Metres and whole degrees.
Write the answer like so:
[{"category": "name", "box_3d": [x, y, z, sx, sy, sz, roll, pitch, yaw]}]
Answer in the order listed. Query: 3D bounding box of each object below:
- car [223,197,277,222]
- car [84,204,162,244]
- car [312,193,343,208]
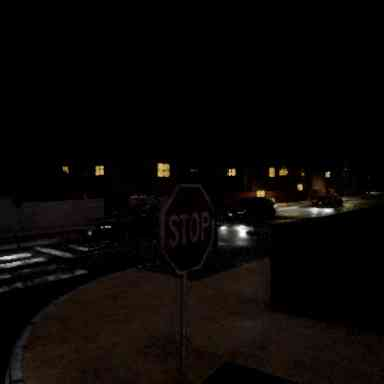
[{"category": "car", "box_3d": [4.006, 1.112, 22.620, 1.837, 1.490, 4.892, 1, 2, 41]}, {"category": "car", "box_3d": [-2.502, 1.331, 15.215, 2.128, 1.511, 4.902, 1, 2, 41]}, {"category": "car", "box_3d": [13.759, 0.826, 33.702, 1.994, 1.385, 4.181, 1, 2, 41]}]
